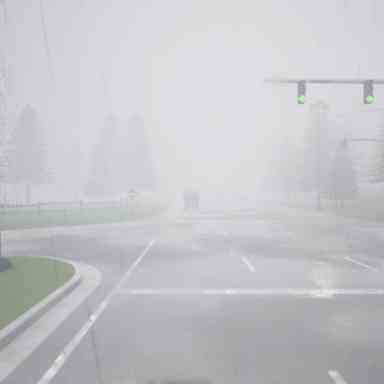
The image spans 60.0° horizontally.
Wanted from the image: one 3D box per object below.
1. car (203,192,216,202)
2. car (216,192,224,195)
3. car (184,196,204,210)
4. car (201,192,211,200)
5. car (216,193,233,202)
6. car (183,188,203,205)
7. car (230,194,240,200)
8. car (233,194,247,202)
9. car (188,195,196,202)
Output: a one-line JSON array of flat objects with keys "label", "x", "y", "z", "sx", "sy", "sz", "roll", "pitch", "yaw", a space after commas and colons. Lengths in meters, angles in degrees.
[{"label": "car", "x": 3.494, "y": 1.279, "z": 72.114, "sx": 2.097, "sy": 1.767, "sz": 4.553, "roll": 0, "pitch": 0, "yaw": 0}, {"label": "car", "x": 6.993, "y": 0.979, "z": 82.177, "sx": 2.150, "sy": 2.045, "sz": 5.566, "roll": 0, "pitch": 0, "yaw": 0}, {"label": "car", "x": -0.005, "y": 1.456, "z": 41.107, "sx": 2.128, "sy": 1.511, "sz": 4.902, "roll": 0, "pitch": 0, "yaw": 0}, {"label": "car", "x": 3.493, "y": 0.979, "z": 82.177, "sx": 2.150, "sy": 2.045, "sz": 5.566, "roll": 0, "pitch": 0, "yaw": 0}, {"label": "car", "x": 6.994, "y": 1.449, "z": 71.728, "sx": 2.128, "sy": 1.511, "sz": 4.902, "roll": 0, "pitch": 0, "yaw": 0}, {"label": "car", "x": -0.002, "y": 0.215, "z": 40.400, "sx": 1.882, "sy": 1.535, "sz": 5.008, "roll": 4, "pitch": 4, "yaw": 3}, {"label": "car", "x": 10.493, "y": 1.254, "z": 82.148, "sx": 1.837, "sy": 1.490, "sz": 4.892, "roll": 0, "pitch": 0, "yaw": 0}, {"label": "car", "x": 10.494, "y": 1.279, "z": 72.115, "sx": 2.097, "sy": 1.767, "sz": 4.553, "roll": 0, "pitch": 0, "yaw": 0}, {"label": "car", "x": -0.006, "y": 1.448, "z": 72.144, "sx": 1.812, "sy": 1.442, "sz": 4.674, "roll": 0, "pitch": 0, "yaw": 0}]
